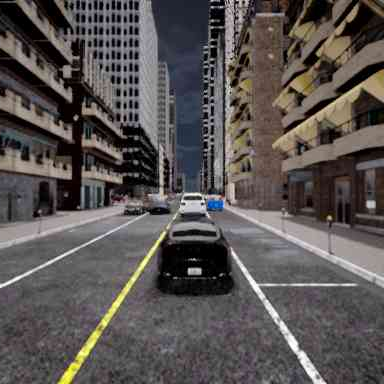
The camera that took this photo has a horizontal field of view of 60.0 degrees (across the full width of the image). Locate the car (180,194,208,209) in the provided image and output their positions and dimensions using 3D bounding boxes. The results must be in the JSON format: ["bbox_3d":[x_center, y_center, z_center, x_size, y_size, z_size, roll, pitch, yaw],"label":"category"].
[{"bbox_3d":[0.079,1.173,30.277,2.150,2.045,5.566,0,0,0],"label":"car"}]

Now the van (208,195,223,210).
[{"bbox_3d":[2.690,1.279,38.733,1.690,1.788,3.998,1,0,0],"label":"van"}]

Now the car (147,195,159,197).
[{"bbox_3d":[-5.665,1.494,44.216,1.947,1.339,4.313,1,0,0],"label":"car"}]

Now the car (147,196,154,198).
[{"bbox_3d":[-5.662,1.520,38.677,1.802,1.307,4.206,1,0,0],"label":"car"}]

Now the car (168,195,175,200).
[{"bbox_3d":[-5.721,1.429,93.399,1.802,1.307,4.206,1,0,0],"label":"car"}]

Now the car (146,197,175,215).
[{"bbox_3d":[-3.112,1.510,33.290,1.994,1.385,4.181,0,0,0],"label":"car"}]

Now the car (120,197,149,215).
[{"bbox_3d":[-5.659,1.497,33.135,2.008,1.369,4.403,1,0,0],"label":"car"}]

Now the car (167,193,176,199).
[{"bbox_3d":[-5.715,1.296,87.823,1.967,1.590,4.097,1,0,0],"label":"car"}]

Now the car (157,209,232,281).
[{"bbox_3d":[0.070,1.491,9.798,1.837,1.490,4.892,0,1,0],"label":"car"}]

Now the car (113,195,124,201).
[{"bbox_3d":[-16.525,1.380,72.398,4.097,1.590,1.967,0,-1,0],"label":"car"}]

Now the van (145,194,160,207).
[{"bbox_3d":[-5.832,1.260,49.757,1.690,1.788,3.998,1,0,0],"label":"van"}]
